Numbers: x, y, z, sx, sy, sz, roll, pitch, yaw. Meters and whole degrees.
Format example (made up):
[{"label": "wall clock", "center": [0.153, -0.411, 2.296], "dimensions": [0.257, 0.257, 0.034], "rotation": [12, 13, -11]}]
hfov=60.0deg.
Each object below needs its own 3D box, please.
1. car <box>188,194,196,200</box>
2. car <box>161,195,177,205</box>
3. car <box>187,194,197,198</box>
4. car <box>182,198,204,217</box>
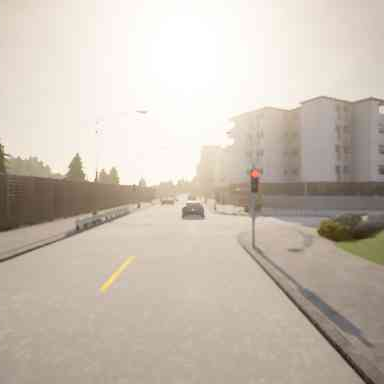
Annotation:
[{"label": "car", "center": [0.020, 1.219, 81.702], "dimensions": [1.837, 1.490, 4.892], "rotation": [0, 0, 0]}, {"label": "car", "center": [-4.048, 1.444, 55.320], "dimensions": [1.994, 1.385, 4.181], "rotation": [0, 0, 1]}, {"label": "car", "center": [0.017, 1.197, 71.671], "dimensions": [2.097, 1.767, 4.553], "rotation": [0, 0, 0]}, {"label": "car", "center": [0.101, 1.497, 30.913], "dimensions": [1.994, 1.385, 4.181], "rotation": [0, 0, 0]}]
